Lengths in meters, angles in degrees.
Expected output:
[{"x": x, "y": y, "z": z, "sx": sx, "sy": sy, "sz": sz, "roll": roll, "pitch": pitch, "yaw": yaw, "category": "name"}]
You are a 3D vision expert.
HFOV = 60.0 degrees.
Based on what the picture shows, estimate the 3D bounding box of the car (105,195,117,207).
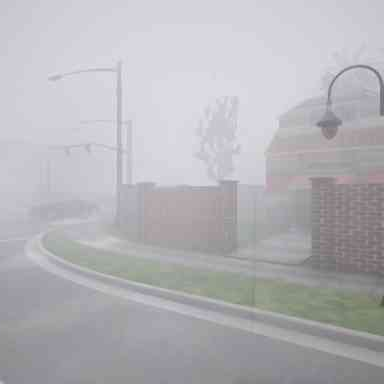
[{"x": -9.412, "y": 1.285, "z": 46.028, "sx": 1.812, "sy": 1.442, "sz": 4.674, "roll": 0, "pitch": 1, "yaw": 37, "category": "car"}]

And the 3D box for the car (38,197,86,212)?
[{"x": -14.990, "y": 1.373, "z": 38.642, "sx": 1.837, "sy": 1.490, "sz": 4.892, "roll": 0, "pitch": 1, "yaw": 36, "category": "car"}]

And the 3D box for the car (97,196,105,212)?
[{"x": -11.156, "y": 1.408, "z": 31.761, "sx": 1.837, "sy": 1.490, "sz": 4.892, "roll": 0, "pitch": 1, "yaw": 37, "category": "car"}]

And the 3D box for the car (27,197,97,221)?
[{"x": -10.507, "y": 1.412, "z": 26.813, "sx": 1.882, "sy": 1.535, "sz": 5.008, "roll": 0, "pitch": 0, "yaw": 37, "category": "car"}]

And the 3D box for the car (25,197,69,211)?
[{"x": -17.720, "y": 1.397, "z": 40.829, "sx": 1.812, "sy": 1.442, "sz": 4.674, "roll": 0, "pitch": 1, "yaw": 37, "category": "car"}]

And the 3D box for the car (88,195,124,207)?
[{"x": -12.321, "y": 1.268, "z": 47.977, "sx": 1.837, "sy": 1.490, "sz": 4.892, "roll": 0, "pitch": 1, "yaw": 37, "category": "car"}]
